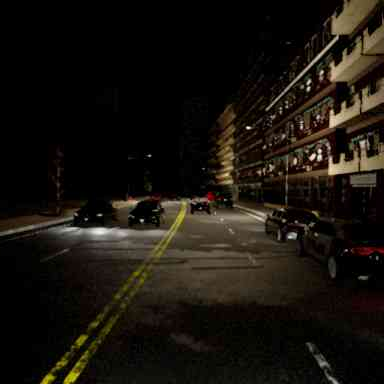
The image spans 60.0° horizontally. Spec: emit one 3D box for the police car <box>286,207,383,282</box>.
[{"bbox_3d":[4.563,1.456,9.988,1.930,1.638,5.238,1,0,2],"label":"police car"}]

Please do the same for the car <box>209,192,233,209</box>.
[{"bbox_3d":[3.996,1.049,43.602,2.150,2.045,5.566,1,1,-2],"label":"car"}]

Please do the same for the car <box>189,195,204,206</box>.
[{"bbox_3d":[0.599,1.266,50.607,2.033,1.411,5.357,1,0,-2],"label":"car"}]

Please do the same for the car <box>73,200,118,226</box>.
[{"bbox_3d":[-5.988,1.275,21.302,1.812,1.442,4.674,1,0,1],"label":"car"}]

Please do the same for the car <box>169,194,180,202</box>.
[{"bbox_3d":[-3.208,1.138,62.654,1.994,1.385,4.181,1,0,-2],"label":"car"}]

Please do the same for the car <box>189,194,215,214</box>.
[{"bbox_3d":[0.819,1.308,33.299,2.128,1.511,4.902,1,0,0],"label":"car"}]

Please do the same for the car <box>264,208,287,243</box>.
[{"bbox_3d":[4.741,1.503,15.929,1.837,1.490,4.892,1,0,1],"label":"car"}]

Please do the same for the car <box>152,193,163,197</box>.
[{"bbox_3d":[-6.464,0.985,62.988,1.882,1.535,5.008,1,0,-2],"label":"car"}]

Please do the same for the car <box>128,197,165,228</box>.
[{"bbox_3d":[-2.745,1.322,20.948,1.837,1.490,4.892,1,0,1],"label":"car"}]
